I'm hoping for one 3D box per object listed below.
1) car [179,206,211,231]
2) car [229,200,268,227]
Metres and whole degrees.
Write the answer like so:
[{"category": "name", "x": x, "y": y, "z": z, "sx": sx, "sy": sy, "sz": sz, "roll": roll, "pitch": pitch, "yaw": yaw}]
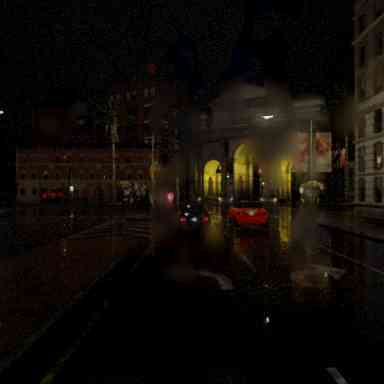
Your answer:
[{"category": "car", "x": 0.178, "y": 1.547, "z": 20.448, "sx": 2.033, "sy": 1.411, "sz": 5.357, "roll": 0, "pitch": 0, "yaw": 1}, {"category": "car", "x": 3.717, "y": 1.351, "z": 22.624, "sx": 2.097, "sy": 1.767, "sz": 4.553, "roll": 0, "pitch": 0, "yaw": 1}]
